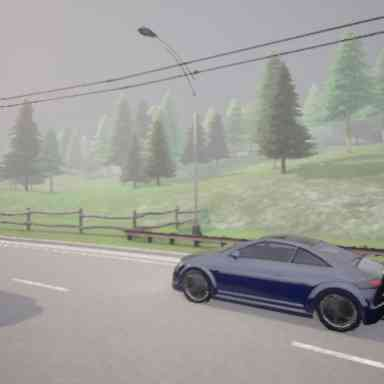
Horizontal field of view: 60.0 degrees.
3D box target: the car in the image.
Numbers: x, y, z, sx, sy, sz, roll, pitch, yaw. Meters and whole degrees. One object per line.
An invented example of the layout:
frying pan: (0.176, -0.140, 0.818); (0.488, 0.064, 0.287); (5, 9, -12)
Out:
car: (1.653, 1.569, 6.831); (4.181, 1.385, 1.994); (-1, 0, 33)
